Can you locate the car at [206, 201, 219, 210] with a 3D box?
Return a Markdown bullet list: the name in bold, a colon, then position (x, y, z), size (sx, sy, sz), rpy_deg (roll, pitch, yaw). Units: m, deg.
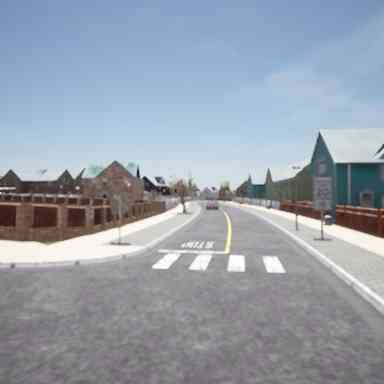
- **car**: position (3.135, 2.060, 51.336), size (1.994, 1.385, 4.181), rpy_deg (0, -1, 2)
